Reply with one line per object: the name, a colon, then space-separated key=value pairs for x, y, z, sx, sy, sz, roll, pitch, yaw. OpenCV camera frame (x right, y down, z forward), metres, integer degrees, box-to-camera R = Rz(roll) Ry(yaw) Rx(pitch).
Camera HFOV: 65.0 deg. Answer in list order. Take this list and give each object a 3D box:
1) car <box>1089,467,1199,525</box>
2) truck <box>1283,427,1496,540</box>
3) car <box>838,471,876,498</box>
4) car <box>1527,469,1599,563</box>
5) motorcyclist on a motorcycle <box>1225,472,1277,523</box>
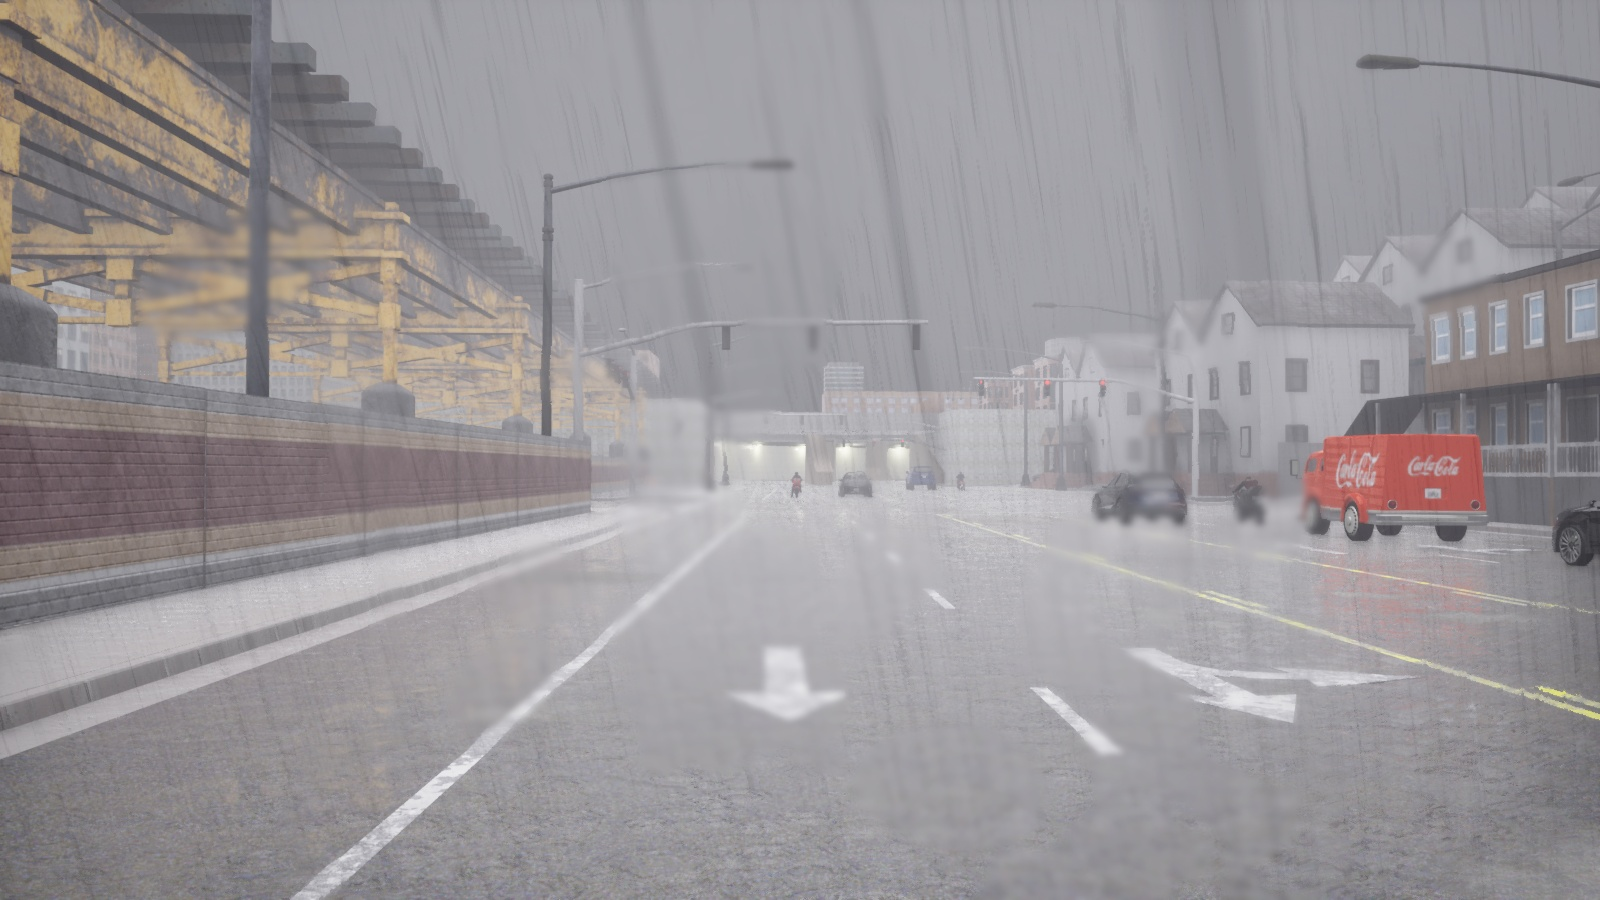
car: x=10.408 y=1.346 z=38.398 sx=2.033 sy=1.649 sz=4.856 roll=0 pitch=-1 yaw=0
truck: x=13.926 y=0.777 z=30.126 sx=2.627 sy=2.467 sz=5.204 roll=0 pitch=-1 yaw=0
car: x=3.323 y=1.983 z=73.710 sx=2.007 sy=1.525 sz=4.514 roll=0 pitch=-1 yaw=0
car: x=13.955 y=1.047 z=19.801 sx=2.128 sy=1.511 sz=4.902 roll=0 pitch=-1 yaw=0
motorcyclist on a motorcycle: x=13.872 y=1.442 z=38.686 sx=0.866 sy=1.530 sz=2.191 roll=0 pitch=-1 yaw=1
